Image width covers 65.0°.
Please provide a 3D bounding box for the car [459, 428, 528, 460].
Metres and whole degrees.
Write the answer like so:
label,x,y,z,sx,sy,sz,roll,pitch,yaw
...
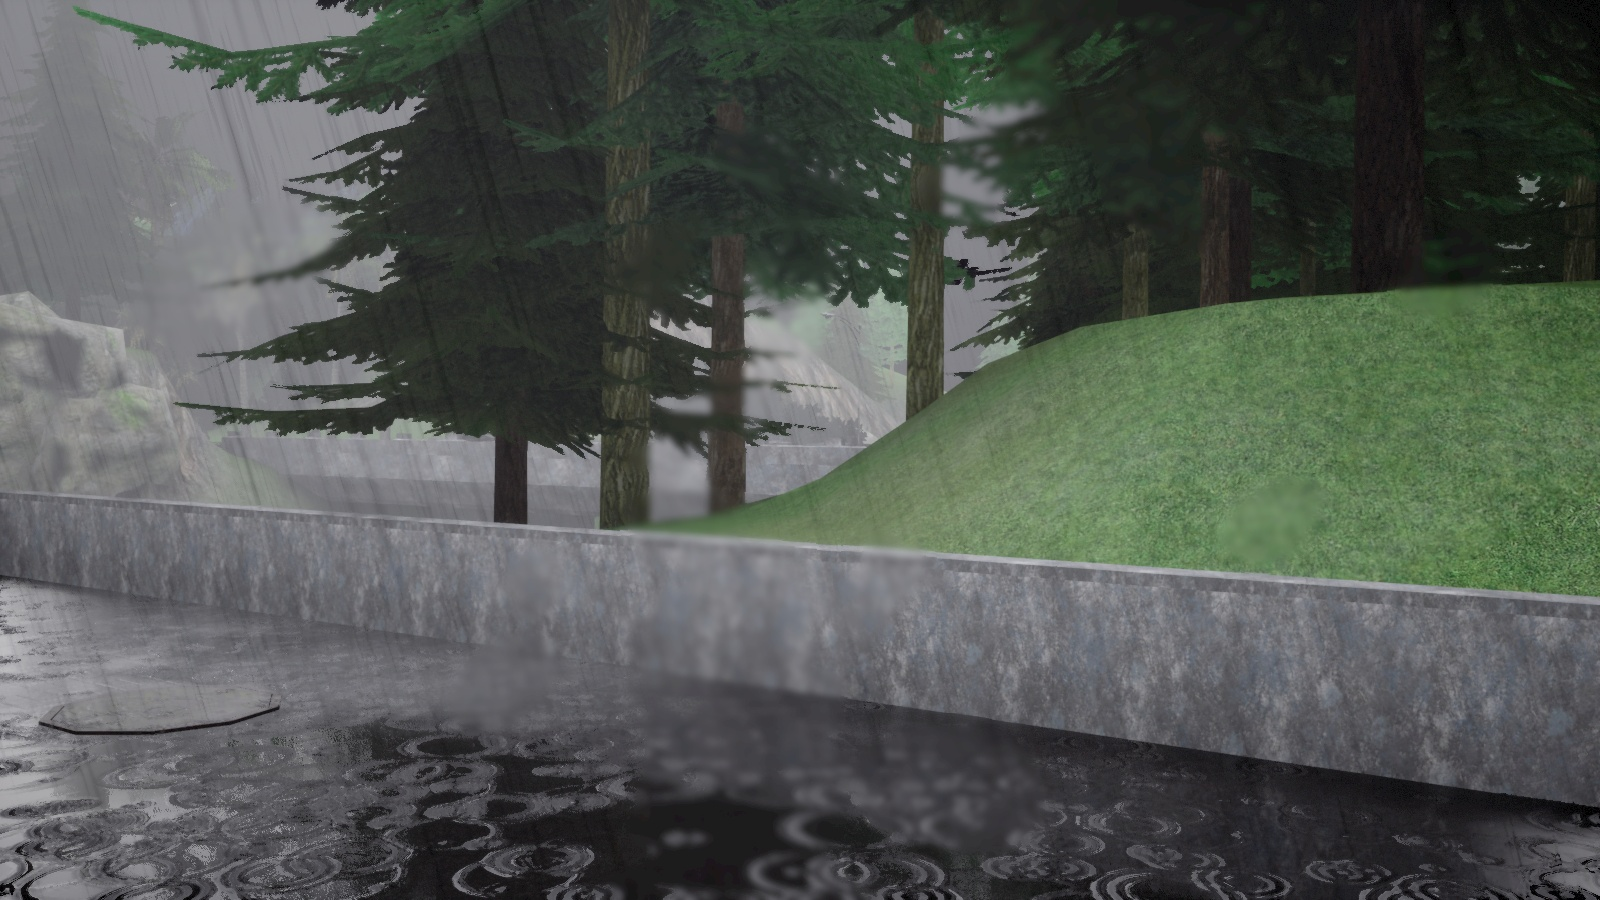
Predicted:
label,x,y,z,sx,sy,sz,roll,pitch,yaw
car,-18.569,-0.342,76.000,3.866,1.878,1.905,0,1,34
